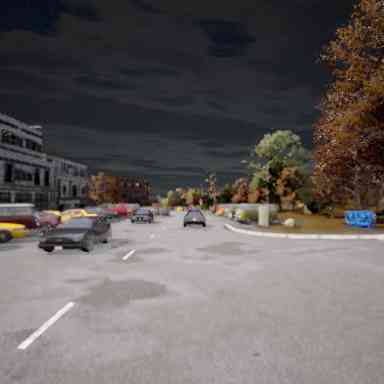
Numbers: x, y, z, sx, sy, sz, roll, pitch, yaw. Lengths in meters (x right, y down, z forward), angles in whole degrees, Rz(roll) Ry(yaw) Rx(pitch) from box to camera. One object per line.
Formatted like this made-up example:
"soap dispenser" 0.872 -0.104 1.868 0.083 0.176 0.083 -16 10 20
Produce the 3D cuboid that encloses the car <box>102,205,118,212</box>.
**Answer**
"car" -11.223 2.553 37.263 4.892 1.521 2.231 0 -2 -20

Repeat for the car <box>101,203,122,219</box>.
"car" -11.243 2.533 40.198 4.553 1.767 2.185 0 -2 -20

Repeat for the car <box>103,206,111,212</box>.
"car" -11.220 2.475 34.338 4.792 1.488 2.163 0 -2 -19

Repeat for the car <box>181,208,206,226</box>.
"car" 0.237 2.406 30.895 1.994 1.385 4.181 0 -2 0

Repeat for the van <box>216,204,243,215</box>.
"van" 6.873 3.226 60.606 4.442 1.987 1.878 2 -3 -19

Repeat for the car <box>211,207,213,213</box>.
"car" 6.814 3.596 63.504 4.792 1.488 2.163 2 -3 -20

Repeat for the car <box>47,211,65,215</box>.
"car" -11.368 2.058 22.597 4.792 1.488 2.163 0 -2 -20

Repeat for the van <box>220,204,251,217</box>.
"van" 6.808 2.879 51.777 4.442 1.987 1.878 2 -3 -20

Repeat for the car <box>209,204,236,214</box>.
"car" 6.856 3.791 75.258 5.566 2.045 2.435 2 -2 -19

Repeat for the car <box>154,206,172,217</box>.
"car" -4.732 3.217 54.322 1.837 1.490 4.892 0 -3 1

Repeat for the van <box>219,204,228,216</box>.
"van" 6.546 2.649 45.807 4.442 1.987 1.878 2 -2 -20

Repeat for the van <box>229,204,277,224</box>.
"van" 6.453 2.217 34.039 4.442 1.987 1.878 2 -2 -19

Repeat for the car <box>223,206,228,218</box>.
"car" 6.610 2.698 39.953 4.674 1.452 2.002 2 -2 -20

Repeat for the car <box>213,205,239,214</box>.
"car" 6.784 3.558 66.431 4.553 1.767 2.185 2 -3 -20

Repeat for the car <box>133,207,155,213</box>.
"car" -10.938 4.079 75.369 4.674 1.452 2.002 0 -3 -20

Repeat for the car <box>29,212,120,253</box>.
"car" -5.063 1.835 15.317 2.033 1.411 5.357 0 -2 0

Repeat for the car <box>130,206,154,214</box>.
"car" -10.969 3.922 72.443 4.892 1.521 2.231 0 -3 -20

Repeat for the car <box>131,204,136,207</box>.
"car" -11.112 2.862 49.001 4.553 1.767 2.185 0 -2 -20

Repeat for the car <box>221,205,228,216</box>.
"car" 6.630 2.808 42.897 4.674 1.452 2.002 2 -2 -19

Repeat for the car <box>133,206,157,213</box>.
"car" -11.085 4.155 78.235 5.366 1.575 1.946 0 -2 -20

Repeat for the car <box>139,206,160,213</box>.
"car" -10.875 4.398 84.166 4.892 1.521 2.231 0 -3 -20

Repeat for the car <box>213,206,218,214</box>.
"car" 6.734 3.332 57.611 4.892 1.521 2.231 2 -3 -19

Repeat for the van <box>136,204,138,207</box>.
"van" -11.228 2.875 51.886 4.442 1.987 1.878 0 -2 -20

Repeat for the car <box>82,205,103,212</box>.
"car" -11.450 2.337 31.337 5.366 1.575 1.946 0 -2 -20

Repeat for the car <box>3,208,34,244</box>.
"car" -11.202 1.817 16.808 5.366 1.575 1.946 0 -2 -20

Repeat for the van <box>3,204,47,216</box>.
"van" -11.254 1.699 19.730 4.442 1.987 1.878 0 -2 -20

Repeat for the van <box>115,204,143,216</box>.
"van" -10.967 3.104 57.835 4.442 1.987 1.878 0 -3 -20

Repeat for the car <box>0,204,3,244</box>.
"car" -11.367 1.467 13.828 5.566 2.045 2.435 0 -2 -20

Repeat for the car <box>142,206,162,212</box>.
"car" -10.819 4.636 90.023 4.892 1.521 2.231 0 -2 -20

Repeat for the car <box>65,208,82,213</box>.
"car" -11.497 2.129 25.480 5.366 1.575 1.946 0 -2 -20

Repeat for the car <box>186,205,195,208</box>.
"car" 0.379 3.589 62.180 1.994 1.385 4.181 0 -2 0

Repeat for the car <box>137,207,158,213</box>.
"car" -10.893 4.318 81.233 4.674 1.452 2.002 0 -3 -20

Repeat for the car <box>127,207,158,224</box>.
"car" -4.937 2.503 33.653 1.994 1.385 4.181 0 -2 1

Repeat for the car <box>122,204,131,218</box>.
"car" -11.214 2.516 43.123 5.566 2.045 2.435 0 -2 -20
